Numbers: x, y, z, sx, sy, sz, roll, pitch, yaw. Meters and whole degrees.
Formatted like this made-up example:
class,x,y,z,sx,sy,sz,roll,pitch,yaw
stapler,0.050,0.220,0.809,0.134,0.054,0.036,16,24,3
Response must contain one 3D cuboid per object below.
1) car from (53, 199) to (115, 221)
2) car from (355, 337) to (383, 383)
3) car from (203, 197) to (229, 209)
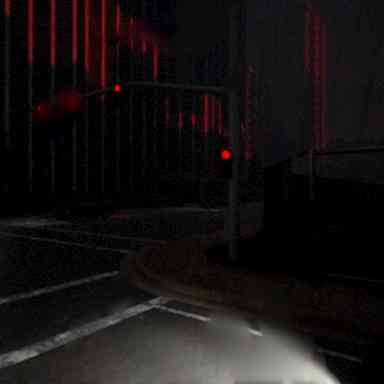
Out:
class,x,y,z,sx,sy,sz,roll,pitch,yaw
car,-8.358,1.365,26.093,1.882,1.535,5.008,0,1,36
car,3.079,1.568,1.765,4.181,1.385,1.994,0,0,36
car,3.272,1.391,42.352,1.837,1.490,4.892,0,0,36
